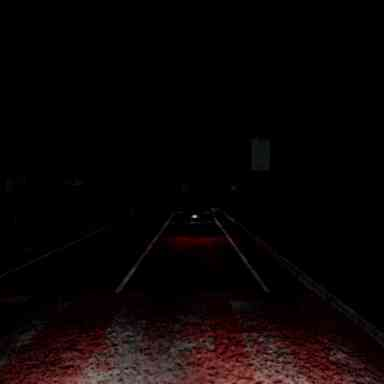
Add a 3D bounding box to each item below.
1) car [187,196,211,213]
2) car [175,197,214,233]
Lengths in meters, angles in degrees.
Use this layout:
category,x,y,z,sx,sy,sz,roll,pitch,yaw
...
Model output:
category,x,y,z,sx,sy,sz,roll,pitch,yaw
car,0.782,1.143,32.339,1.994,1.385,4.181,0,1,6
car,0.134,1.199,17.919,2.033,1.649,4.856,0,1,0
